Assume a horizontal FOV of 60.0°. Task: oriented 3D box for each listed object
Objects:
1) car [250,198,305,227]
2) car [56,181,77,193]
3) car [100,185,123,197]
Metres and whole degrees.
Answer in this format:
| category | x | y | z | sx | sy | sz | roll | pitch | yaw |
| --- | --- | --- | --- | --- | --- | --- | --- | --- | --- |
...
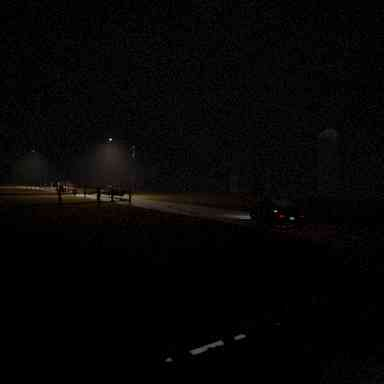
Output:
| category | x | y | z | sx | sy | sz | roll | pitch | yaw |
| --- | --- | --- | --- | --- | --- | --- | --- | --- | --- |
| car | 4.669 | 1.046 | 18.630 | 1.812 | 1.442 | 4.674 | 0 | 1 | -7 |
| car | -18.793 | -0.833 | 49.911 | 2.097 | 1.767 | 4.553 | 2 | 1 | -36 |
| car | -10.561 | -0.123 | 43.233 | 1.837 | 1.490 | 4.892 | 1 | 1 | -36 |
